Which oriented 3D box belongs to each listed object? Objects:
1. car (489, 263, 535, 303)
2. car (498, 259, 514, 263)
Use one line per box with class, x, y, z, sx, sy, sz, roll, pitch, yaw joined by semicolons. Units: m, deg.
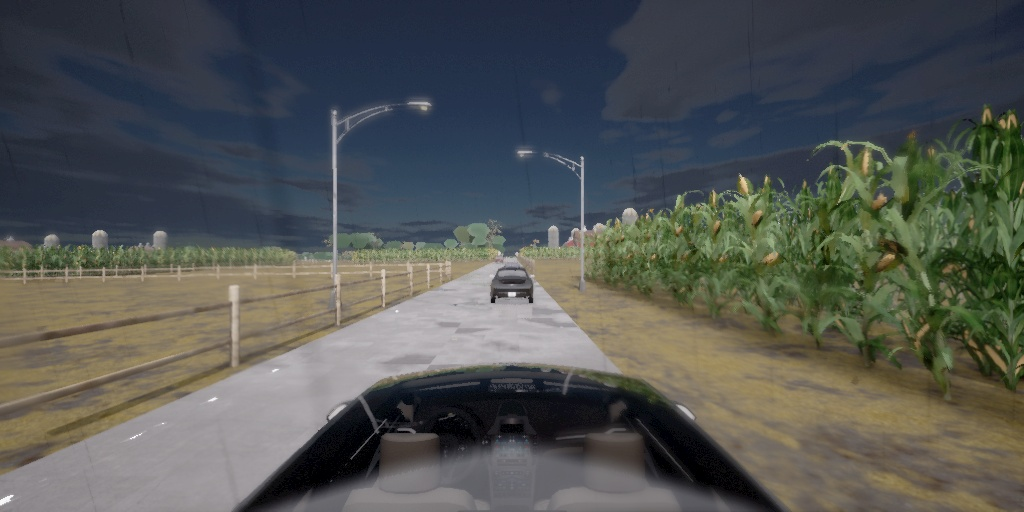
car;0.000;1.248;16.498;1.837;1.490;4.892;0;0;0
car;0.000;1.249;31.498;1.994;1.385;4.181;0;0;0
